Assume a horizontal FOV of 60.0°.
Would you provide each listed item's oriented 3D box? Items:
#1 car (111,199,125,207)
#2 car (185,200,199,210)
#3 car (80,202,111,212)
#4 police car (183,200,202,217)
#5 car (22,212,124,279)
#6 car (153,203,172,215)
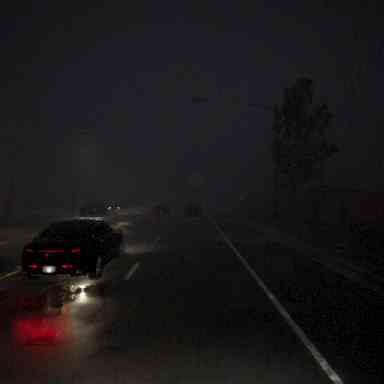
[{"bbox_3d":[-14.014,2.072,62.710,1.882,1.535,5.008,0,-1,0],"label":"car"},{"bbox_3d":[-0.010,1.949,51.193,2.128,1.511,4.902,0,0,0],"label":"car"},{"bbox_3d":[-10.564,1.827,35.886,1.837,1.490,4.892,0,-1,0],"label":"car"},{"bbox_3d":[0.091,1.748,36.193,1.930,1.638,5.238,0,0,0],"label":"police car"},{"bbox_3d":[-3.403,1.599,10.345,1.837,1.490,4.892,0,0,0],"label":"car"},{"bbox_3d":[-3.409,1.948,38.844,1.895,1.301,4.718,0,-1,0],"label":"car"}]
